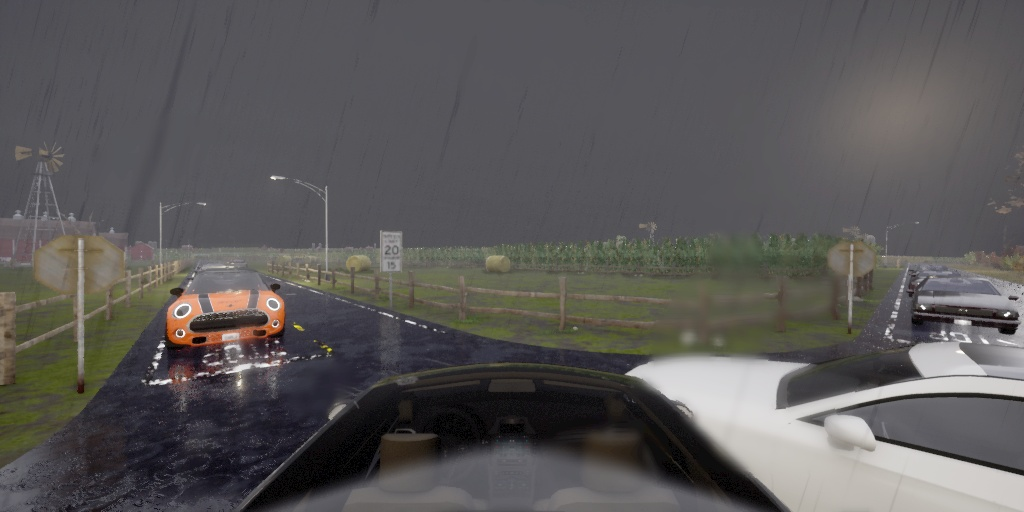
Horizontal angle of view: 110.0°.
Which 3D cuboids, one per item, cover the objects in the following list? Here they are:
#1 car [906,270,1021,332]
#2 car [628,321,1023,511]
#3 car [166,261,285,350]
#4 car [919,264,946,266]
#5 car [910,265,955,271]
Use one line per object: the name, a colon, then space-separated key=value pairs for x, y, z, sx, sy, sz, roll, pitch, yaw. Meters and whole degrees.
car: x=13.686 y=1.331 z=11.065 sx=5.357 sy=1.411 sz=2.033 roll=0 pitch=1 yaw=-42
car: x=2.868 y=1.293 z=2.162 sx=1.812 sy=1.442 sz=4.674 roll=0 pitch=1 yaw=-43
car: x=-7.429 y=1.135 z=9.416 sx=2.097 sy=1.767 sz=4.553 roll=0 pitch=0 yaw=-39
car: x=28.790 y=1.300 z=24.617 sx=4.902 sy=1.511 sz=2.128 roll=0 pitch=1 yaw=-42
car: x=21.121 y=1.358 z=17.742 sx=4.181 sy=1.385 sz=1.994 roll=0 pitch=1 yaw=-42
